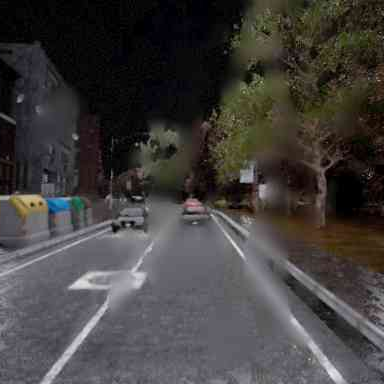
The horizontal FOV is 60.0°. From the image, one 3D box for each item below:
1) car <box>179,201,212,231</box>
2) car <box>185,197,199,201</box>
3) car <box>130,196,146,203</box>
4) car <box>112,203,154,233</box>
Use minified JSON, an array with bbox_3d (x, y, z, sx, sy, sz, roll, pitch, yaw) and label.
[{"bbox_3d":[0.239,1.546,20.834,2.128,1.511,4.902,0,0,0],"label":"car"},{"bbox_3d":[-0.059,1.464,38.485,2.097,1.767,4.553,1,0,-4],"label":"car"},{"bbox_3d":[-9.900,1.420,60.795,1.882,1.535,5.008,3,-1,-26],"label":"car"},{"bbox_3d":[-3.480,1.610,20.073,1.994,1.385,4.181,0,0,0],"label":"car"}]
